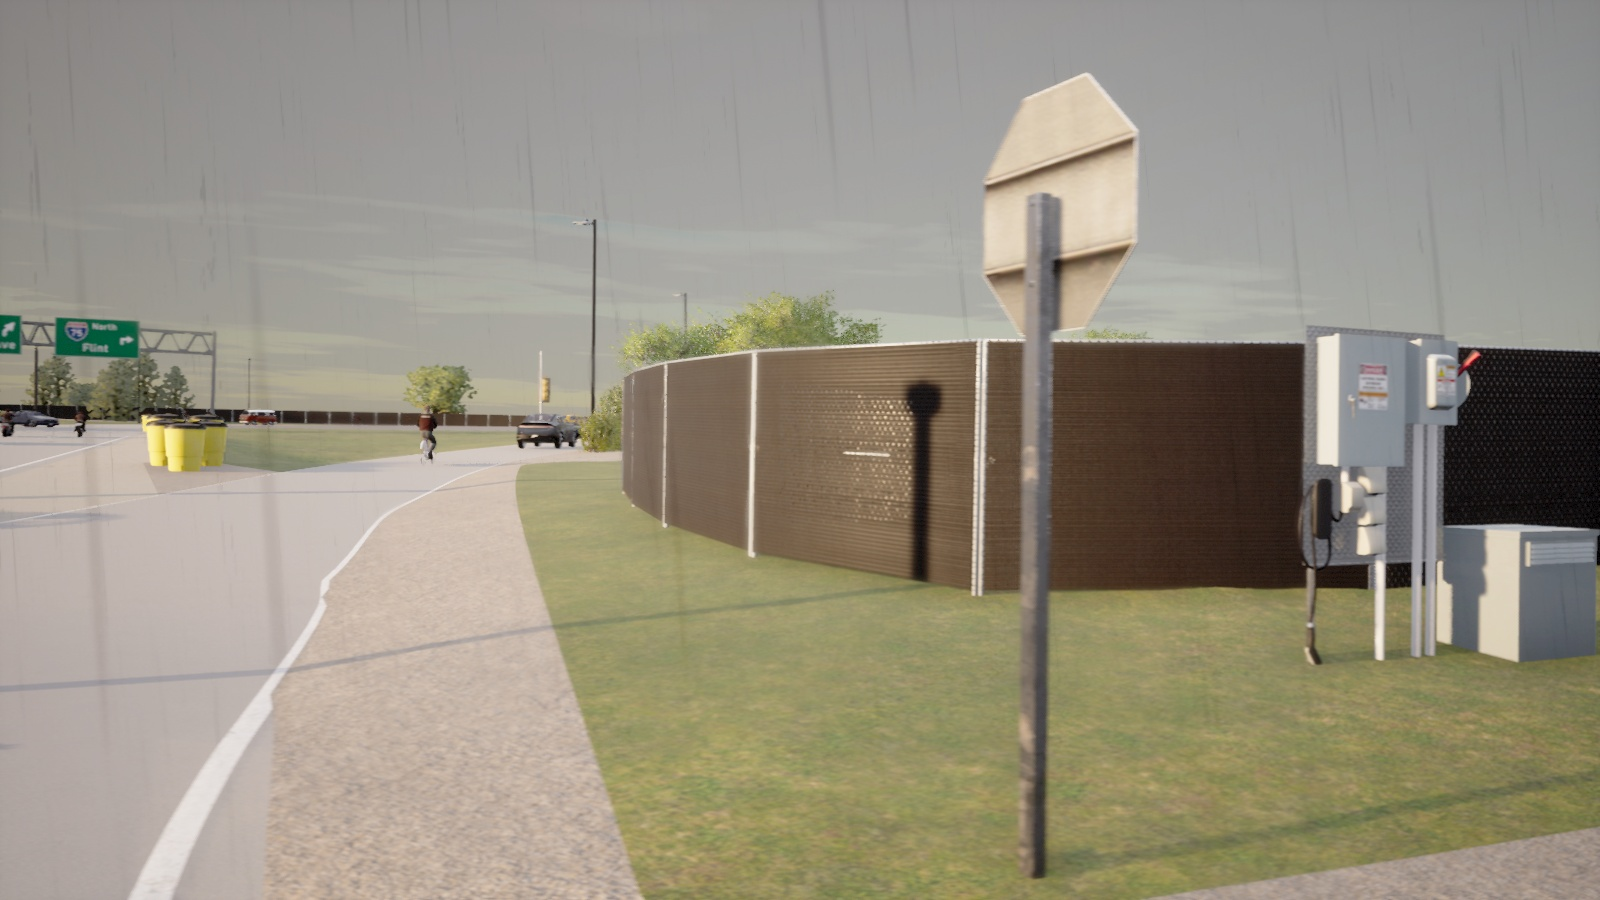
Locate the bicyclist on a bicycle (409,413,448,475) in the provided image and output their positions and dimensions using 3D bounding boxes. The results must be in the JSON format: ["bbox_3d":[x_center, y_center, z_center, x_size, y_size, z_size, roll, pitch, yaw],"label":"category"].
[{"bbox_3d":[-10.888,-0.195,36.864,0.659,1.776,1.843,-1,2,-3],"label":"bicyclist on a bicycle"}]

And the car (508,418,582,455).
[{"bbox_3d":[-11.103,-0.642,55.046,2.128,1.511,4.902,-1,2,1],"label":"car"}]
